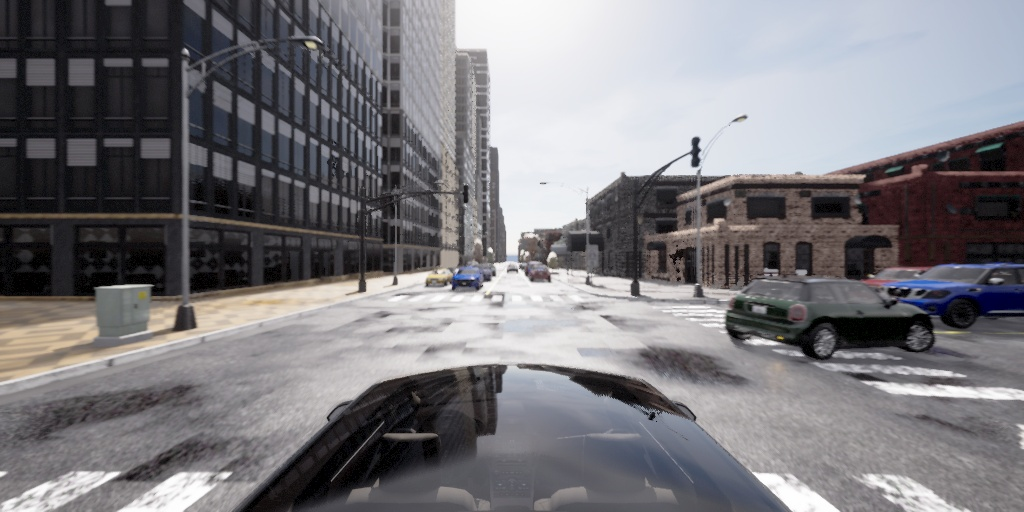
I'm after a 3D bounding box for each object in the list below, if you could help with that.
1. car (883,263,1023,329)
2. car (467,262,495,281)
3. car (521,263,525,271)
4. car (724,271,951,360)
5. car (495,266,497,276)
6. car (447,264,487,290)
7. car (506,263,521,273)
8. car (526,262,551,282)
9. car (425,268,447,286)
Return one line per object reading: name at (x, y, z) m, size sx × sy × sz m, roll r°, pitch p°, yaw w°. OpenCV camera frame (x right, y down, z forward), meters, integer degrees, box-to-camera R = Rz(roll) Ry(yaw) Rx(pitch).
car at (15.730, 1.250, 12.123) m, size 5.566 × 2.045 × 2.150 m, roll 1°, pitch 0°, yaw 1°
car at (-3.099, 1.556, 35.655) m, size 2.097 × 1.767 × 4.553 m, roll 0°, pitch -1°, yaw 0°
car at (2.687, 1.660, 46.270) m, size 2.192 × 1.841 × 5.009 m, roll 0°, pitch 0°, yaw 0°
car at (7.646, 1.290, 8.722) m, size 4.553 × 1.767 × 2.097 m, roll 2°, pitch 0°, yaw -16°
car at (-3.083, 1.690, 45.706) m, size 2.097 × 1.767 × 4.553 m, roll 0°, pitch -1°, yaw 0°
car at (-3.103, 1.548, 25.741) m, size 1.882 × 1.535 × 5.008 m, roll 0°, pitch -1°, yaw 0°
car at (0.103, 2.097, 57.473) m, size 1.895 × 1.301 × 4.718 m, roll 0°, pitch -1°, yaw 0°
car at (2.688, 1.634, 34.982) m, size 1.967 × 1.591 × 4.097 m, roll 0°, pitch 0°, yaw 0°
car at (-5.830, 1.645, 29.223) m, size 1.751 × 1.417 × 4.829 m, roll 0°, pitch 0°, yaw 0°
